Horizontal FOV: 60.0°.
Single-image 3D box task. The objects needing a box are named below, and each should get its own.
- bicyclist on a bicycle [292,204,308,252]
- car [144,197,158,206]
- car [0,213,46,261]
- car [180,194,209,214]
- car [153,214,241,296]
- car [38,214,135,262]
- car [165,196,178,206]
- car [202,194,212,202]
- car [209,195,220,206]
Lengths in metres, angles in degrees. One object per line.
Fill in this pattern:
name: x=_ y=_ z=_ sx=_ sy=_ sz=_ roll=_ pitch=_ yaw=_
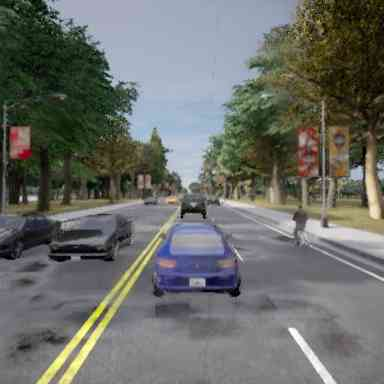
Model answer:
bicyclist on a bicycle: x=4.148 y=1.347 z=12.925 sx=0.659 sy=1.776 sz=1.843 roll=0 pitch=0 yaw=0
car: x=-6.516 y=1.494 z=53.758 sx=2.033 sy=1.411 sz=5.357 roll=0 pitch=0 yaw=1
car: x=-6.592 y=1.520 z=12.449 sx=2.033 sy=1.411 sz=5.357 roll=0 pitch=0 yaw=0
car: x=0.107 y=1.177 z=29.530 sx=2.150 sy=2.045 sz=5.566 roll=0 pitch=0 yaw=0
car: x=0.103 y=1.508 z=8.475 sx=1.812 sy=1.442 sz=4.674 roll=0 pitch=0 yaw=0
car: x=-3.343 y=1.522 z=12.247 sx=2.033 sy=1.411 sz=5.357 roll=0 pitch=0 yaw=0
car: x=-3.270 y=1.426 z=54.499 sx=1.882 sy=1.535 sz=5.008 roll=0 pitch=0 yaw=1
car: x=3.299 y=1.330 z=73.225 sx=2.097 sy=1.767 sz=4.553 roll=0 pitch=0 yaw=0
car: x=3.385 y=1.303 z=54.794 sx=2.097 sy=1.767 sz=4.553 roll=0 pitch=0 yaw=0
